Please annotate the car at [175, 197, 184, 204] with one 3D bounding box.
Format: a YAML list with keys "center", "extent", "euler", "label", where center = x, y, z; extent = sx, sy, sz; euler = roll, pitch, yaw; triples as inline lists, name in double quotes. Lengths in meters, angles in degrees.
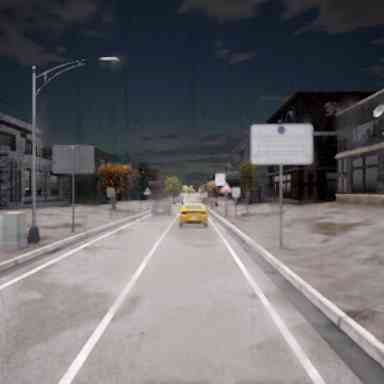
- center: [-2.975, 2.063, 75.605]
  extent: [2.150, 2.045, 5.566]
  euler: [0, -1, 0]
  label: "car"

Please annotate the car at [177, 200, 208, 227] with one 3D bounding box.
- center: [0.108, 1.553, 23.637]
  extent: [1.882, 1.535, 5.008]
  euler: [0, -1, 0]
  label: "car"

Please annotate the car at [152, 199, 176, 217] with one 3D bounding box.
- center: [-3.084, 1.730, 34.834]
  extent: [2.128, 1.511, 4.902]
  euler: [0, 0, 0]
  label: "car"

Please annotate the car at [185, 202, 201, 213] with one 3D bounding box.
- center: [0.112, 1.926, 41.944]
  extent: [1.994, 1.385, 4.181]
  euler: [0, -1, 0]
  label: "car"
